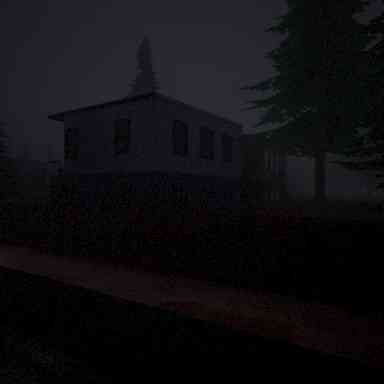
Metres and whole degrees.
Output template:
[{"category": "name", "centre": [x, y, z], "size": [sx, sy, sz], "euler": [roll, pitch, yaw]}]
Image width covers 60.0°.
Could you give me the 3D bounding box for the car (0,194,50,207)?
[{"category": "car", "centre": [-14.710, 1.202, 29.549], "size": [2.150, 2.045, 5.566], "euler": [0, 0, 27]}]
